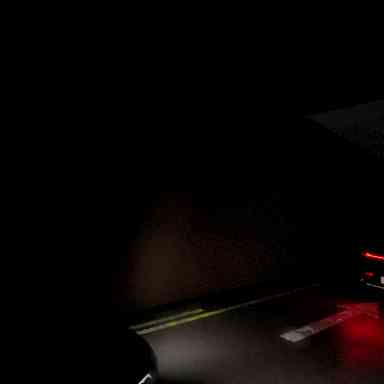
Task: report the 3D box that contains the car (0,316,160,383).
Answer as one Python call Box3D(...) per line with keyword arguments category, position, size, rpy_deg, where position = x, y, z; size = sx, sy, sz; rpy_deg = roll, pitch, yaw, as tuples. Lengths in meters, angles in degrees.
Box3D(category="car", position=(-2.413, 1.526, 2.096), size=(4.674, 1.442, 1.812), rpy_deg=(0, 0, -35))

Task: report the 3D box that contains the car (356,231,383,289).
Box3D(category="car", position=(5.823, 1.505, 7.915), size=(4.892, 1.490, 1.837), rpy_deg=(0, 0, -36))
